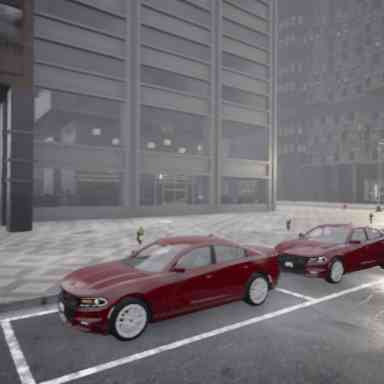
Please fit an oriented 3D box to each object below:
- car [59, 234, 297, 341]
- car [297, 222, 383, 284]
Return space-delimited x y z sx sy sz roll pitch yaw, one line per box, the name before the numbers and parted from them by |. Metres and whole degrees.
car | -0.203 1.564 6.520 4.507 1.381 1.887 0 0 -36
car | 4.293 1.594 9.731 4.507 1.381 1.887 0 0 -36
